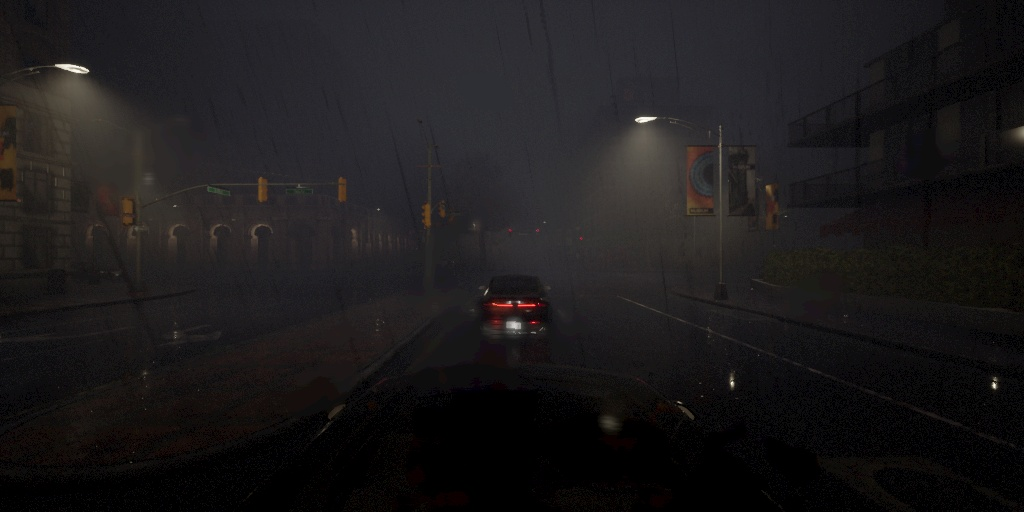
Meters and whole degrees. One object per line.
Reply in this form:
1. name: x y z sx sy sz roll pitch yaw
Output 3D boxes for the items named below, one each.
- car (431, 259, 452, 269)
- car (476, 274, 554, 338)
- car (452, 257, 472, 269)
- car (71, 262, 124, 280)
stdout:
1. car: -11.541 1.276 58.564 1.812 1.442 4.674 0 0 0
2. car: 0.077 1.255 10.142 1.837 1.490 4.892 0 0 0
3. car: -8.051 1.276 58.339 1.812 1.442 4.674 0 0 0
4. car: -33.899 1.241 28.542 4.902 1.511 2.128 0 0 0
